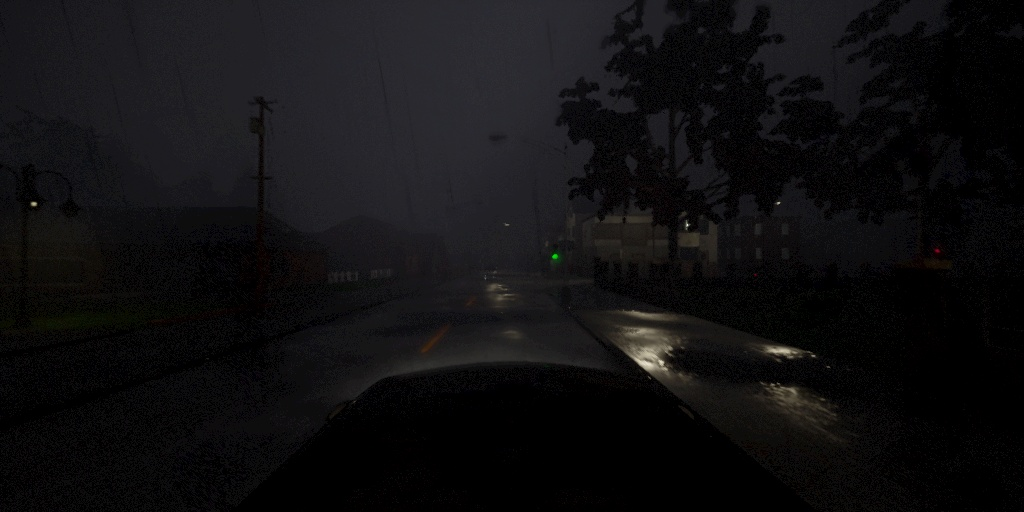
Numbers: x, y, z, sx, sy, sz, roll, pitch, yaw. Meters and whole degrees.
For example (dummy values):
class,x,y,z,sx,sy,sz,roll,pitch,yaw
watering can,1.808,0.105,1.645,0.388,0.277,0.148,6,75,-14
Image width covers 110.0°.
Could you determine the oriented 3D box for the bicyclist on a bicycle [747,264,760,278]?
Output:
class,x,y,z,sx,sy,sz,roll,pitch,yaw
bicyclist on a bicycle,18.632,1.463,27.697,0.582,1.620,1.656,0,-1,0
